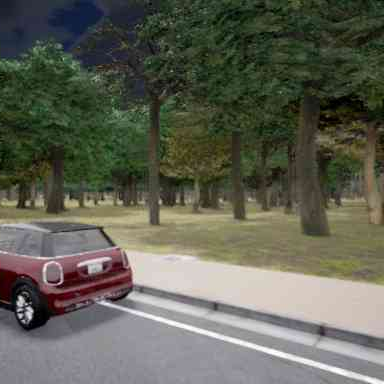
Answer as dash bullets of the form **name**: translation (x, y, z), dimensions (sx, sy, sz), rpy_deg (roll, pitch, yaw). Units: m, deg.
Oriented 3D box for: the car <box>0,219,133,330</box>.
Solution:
- **car**: translation (-3.472, 1.416, 7.275), dimensions (4.553, 1.767, 2.097), rpy_deg (-1, 0, 36)
